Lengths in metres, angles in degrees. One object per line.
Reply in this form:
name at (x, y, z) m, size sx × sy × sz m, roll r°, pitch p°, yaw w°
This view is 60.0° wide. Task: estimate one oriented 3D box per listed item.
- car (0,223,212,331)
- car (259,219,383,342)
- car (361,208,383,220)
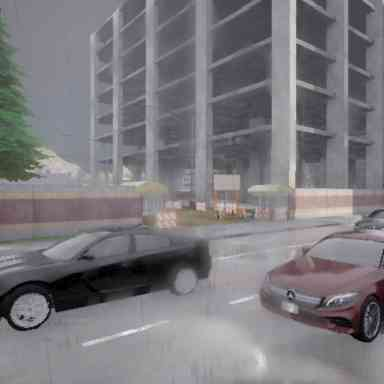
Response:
car at (-1.847, 1.478, 7.064) m, size 5.008 × 1.535 × 1.882 m, roll 0°, pitch 0°, yaw -36°
car at (3.369, 1.526, 6.616) m, size 4.674 × 1.442 × 1.812 m, roll 0°, pitch 0°, yaw -38°
car at (9.463, 1.506, 15.729) m, size 4.892 × 1.490 × 1.837 m, roll 0°, pitch 0°, yaw -38°
